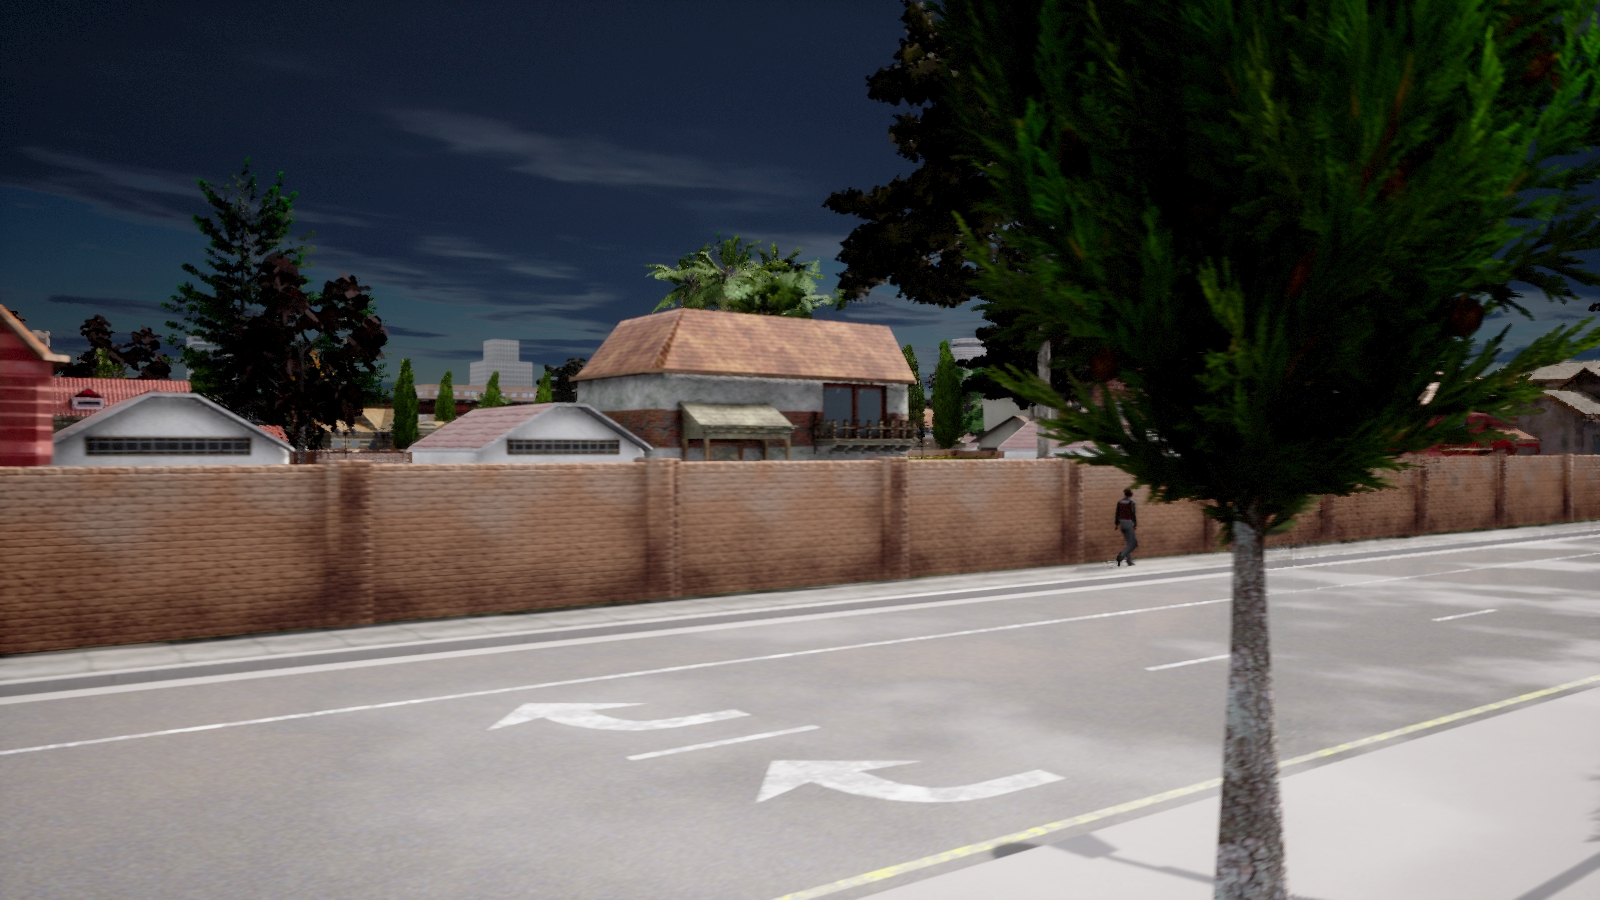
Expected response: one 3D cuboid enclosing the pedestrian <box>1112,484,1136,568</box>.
[{"bbox_3d":[7.280,1.698,25.662,0.375,1.860,0.375,0,0,-35],"label":"pedestrian"}]
